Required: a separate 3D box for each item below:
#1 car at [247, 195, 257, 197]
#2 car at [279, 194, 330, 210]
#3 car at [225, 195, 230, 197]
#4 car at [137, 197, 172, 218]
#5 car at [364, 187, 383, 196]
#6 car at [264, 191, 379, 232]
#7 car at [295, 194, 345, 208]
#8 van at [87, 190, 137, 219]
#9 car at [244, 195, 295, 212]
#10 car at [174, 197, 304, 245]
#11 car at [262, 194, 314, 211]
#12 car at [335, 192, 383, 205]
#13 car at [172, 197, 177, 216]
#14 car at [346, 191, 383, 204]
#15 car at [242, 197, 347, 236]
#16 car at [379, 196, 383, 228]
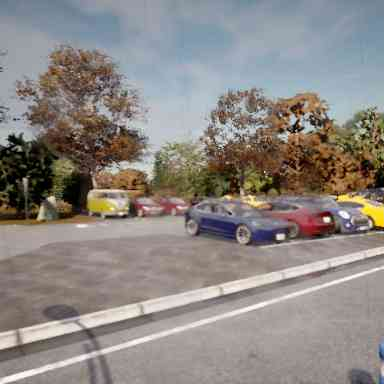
[{"bbox_3d":[3.048,1.102,30.280,1.946,1.575,5.366,0,0,-35],"label":"car"},{"bbox_3d":[12.196,1.014,36.449,2.097,1.535,5.008,-1,1,-35],"label":"car"},{"bbox_3d":[0.850,1.133,28.551,2.163,1.488,4.792,0,0,-35],"label":"car"},{"bbox_3d":[-3.802,1.111,25.263,2.002,1.452,4.674,0,0,-35],"label":"car"},{"bbox_3d":[10.690,0.862,19.471,2.435,2.045,5.566,0,0,-35],"label":"car"},{"bbox_3d":[6.123,0.974,16.279,2.185,1.767,4.553,0,0,-35],"label":"car"},{"bbox_3d":[14.587,0.965,38.121,2.231,1.521,4.892,-1,1,-35],"label":"car"},{"bbox_3d":[-5.917,0.829,23.625,1.878,1.987,4.442,0,1,-35],"label":"van"},{"bbox_3d":[7.638,1.112,33.230,2.163,1.488,4.792,0,0,-35],"label":"car"},{"bbox_3d":[1.593,1.091,13.035,2.163,1.488,4.792,0,0,-35],"label":"car"},{"bbox_3d":[9.911,1.052,34.850,2.097,1.535,5.008,-1,0,-35],"label":"car"},{"bbox_3d":[21.435,0.771,42.695,1.946,1.575,5.366,-2,1,-35],"label":"car"},{"bbox_3d":[-1.521,1.130,26.860,2.002,1.452,4.674,0,0,-35],"label":"car"},{"bbox_3d":[23.610,0.692,44.450,2.097,1.535,5.008,-2,1,-35],"label":"car"},{"bbox_3d":[3.840,1.110,14.679,2.163,1.488,4.792,0,0,-35],"label":"car"},{"bbox_3d":[8.420,1.111,17.842,2.097,1.535,5.008,0,0,-35],"label":"car"}]
